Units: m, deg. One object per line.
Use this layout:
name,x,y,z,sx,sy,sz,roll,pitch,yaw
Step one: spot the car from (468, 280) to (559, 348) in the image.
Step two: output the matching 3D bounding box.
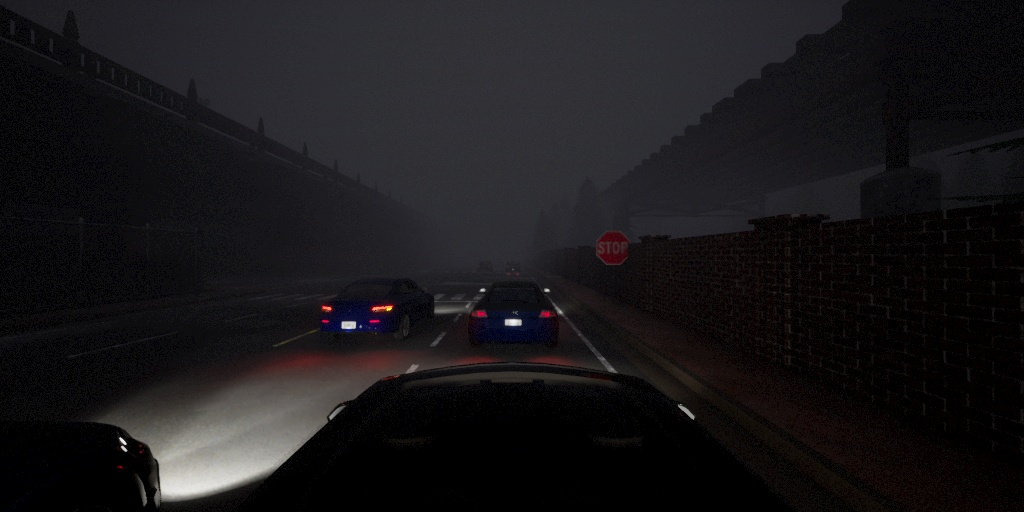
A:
car,0.069,1.314,9.263,1.994,1.385,4.181,0,0,1

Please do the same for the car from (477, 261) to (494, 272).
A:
car,-3.399,1.297,45.914,2.033,1.411,5.357,0,0,-1

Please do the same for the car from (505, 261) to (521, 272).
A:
car,0.096,1.351,46.082,1.895,1.301,4.718,0,0,-1

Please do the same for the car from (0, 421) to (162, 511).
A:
car,-3.398,1.314,0.690,1.994,1.385,4.181,0,0,0

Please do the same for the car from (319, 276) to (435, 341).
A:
car,-3.413,1.276,9.786,1.812,1.442,4.674,0,0,0
